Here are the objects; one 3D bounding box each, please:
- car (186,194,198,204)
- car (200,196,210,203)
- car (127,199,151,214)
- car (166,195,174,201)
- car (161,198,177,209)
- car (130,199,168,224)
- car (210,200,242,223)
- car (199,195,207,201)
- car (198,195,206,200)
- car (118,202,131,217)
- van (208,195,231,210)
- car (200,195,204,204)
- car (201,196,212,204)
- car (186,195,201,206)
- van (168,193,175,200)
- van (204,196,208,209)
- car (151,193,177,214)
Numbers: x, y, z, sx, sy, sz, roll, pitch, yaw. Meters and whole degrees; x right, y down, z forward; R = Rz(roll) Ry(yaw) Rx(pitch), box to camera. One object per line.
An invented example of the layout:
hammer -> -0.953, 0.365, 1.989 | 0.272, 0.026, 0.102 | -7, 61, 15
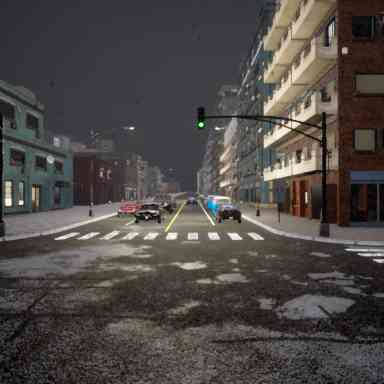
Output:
car -> 0.004, 1.320, 64.999 | 2.097, 1.767, 4.553 | 0, 0, 0
car -> 2.708, 1.528, 69.767 | 1.947, 1.339, 4.313 | 1, 0, 0
car -> -5.675, 1.537, 36.247 | 1.887, 1.381, 4.507 | 1, 0, 0
car -> -5.671, 1.503, 86.469 | 1.947, 1.339, 4.313 | 1, 0, 0
car -> -3.082, 1.587, 46.086 | 1.895, 1.301, 4.718 | 0, 0, 0
car -> -3.091, 1.502, 25.030 | 1.837, 1.490, 4.892 | 0, 0, 0
car -> 2.704, 1.548, 25.122 | 2.008, 1.369, 4.403 | 1, 0, 0
car -> 2.710, 1.490, 80.929 | 1.887, 1.381, 4.507 | 1, 0, 0
car -> 2.710, 1.479, 92.091 | 2.008, 1.369, 4.403 | 1, 0, 0
car -> -5.677, 1.577, 30.667 | 1.802, 1.307, 4.206 | 1, 0, 0
van -> 2.707, 1.336, 30.701 | 1.690, 1.788, 3.998 | 1, 0, 0
car -> 2.707, 1.506, 53.194 | 1.752, 1.417, 4.829 | 1, 0, 0
car -> 2.707, 1.535, 64.187 | 1.947, 1.339, 4.313 | 1, 0, 0
car -> 0.005, 1.543, 54.988 | 1.994, 1.385, 4.181 | 0, 0, 0
van -> -5.666, 1.269, 92.049 | 1.690, 1.788, 3.998 | 1, 0, 0
van -> 2.709, 1.330, 41.864 | 1.690, 1.788, 3.998 | 1, 0, 0
car -> -3.084, 1.214, 35.643 | 2.150, 2.045, 5.566 | 0, 0, 0
